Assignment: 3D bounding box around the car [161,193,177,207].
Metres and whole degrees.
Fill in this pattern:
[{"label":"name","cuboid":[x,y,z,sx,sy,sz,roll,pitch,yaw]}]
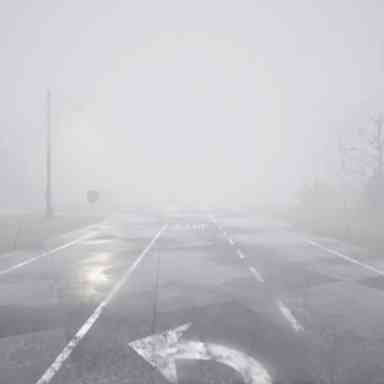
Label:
[{"label":"car","cuboid":[-3.415,1.153,50.243,2.150,2.045,5.566,0,0,0]}]
